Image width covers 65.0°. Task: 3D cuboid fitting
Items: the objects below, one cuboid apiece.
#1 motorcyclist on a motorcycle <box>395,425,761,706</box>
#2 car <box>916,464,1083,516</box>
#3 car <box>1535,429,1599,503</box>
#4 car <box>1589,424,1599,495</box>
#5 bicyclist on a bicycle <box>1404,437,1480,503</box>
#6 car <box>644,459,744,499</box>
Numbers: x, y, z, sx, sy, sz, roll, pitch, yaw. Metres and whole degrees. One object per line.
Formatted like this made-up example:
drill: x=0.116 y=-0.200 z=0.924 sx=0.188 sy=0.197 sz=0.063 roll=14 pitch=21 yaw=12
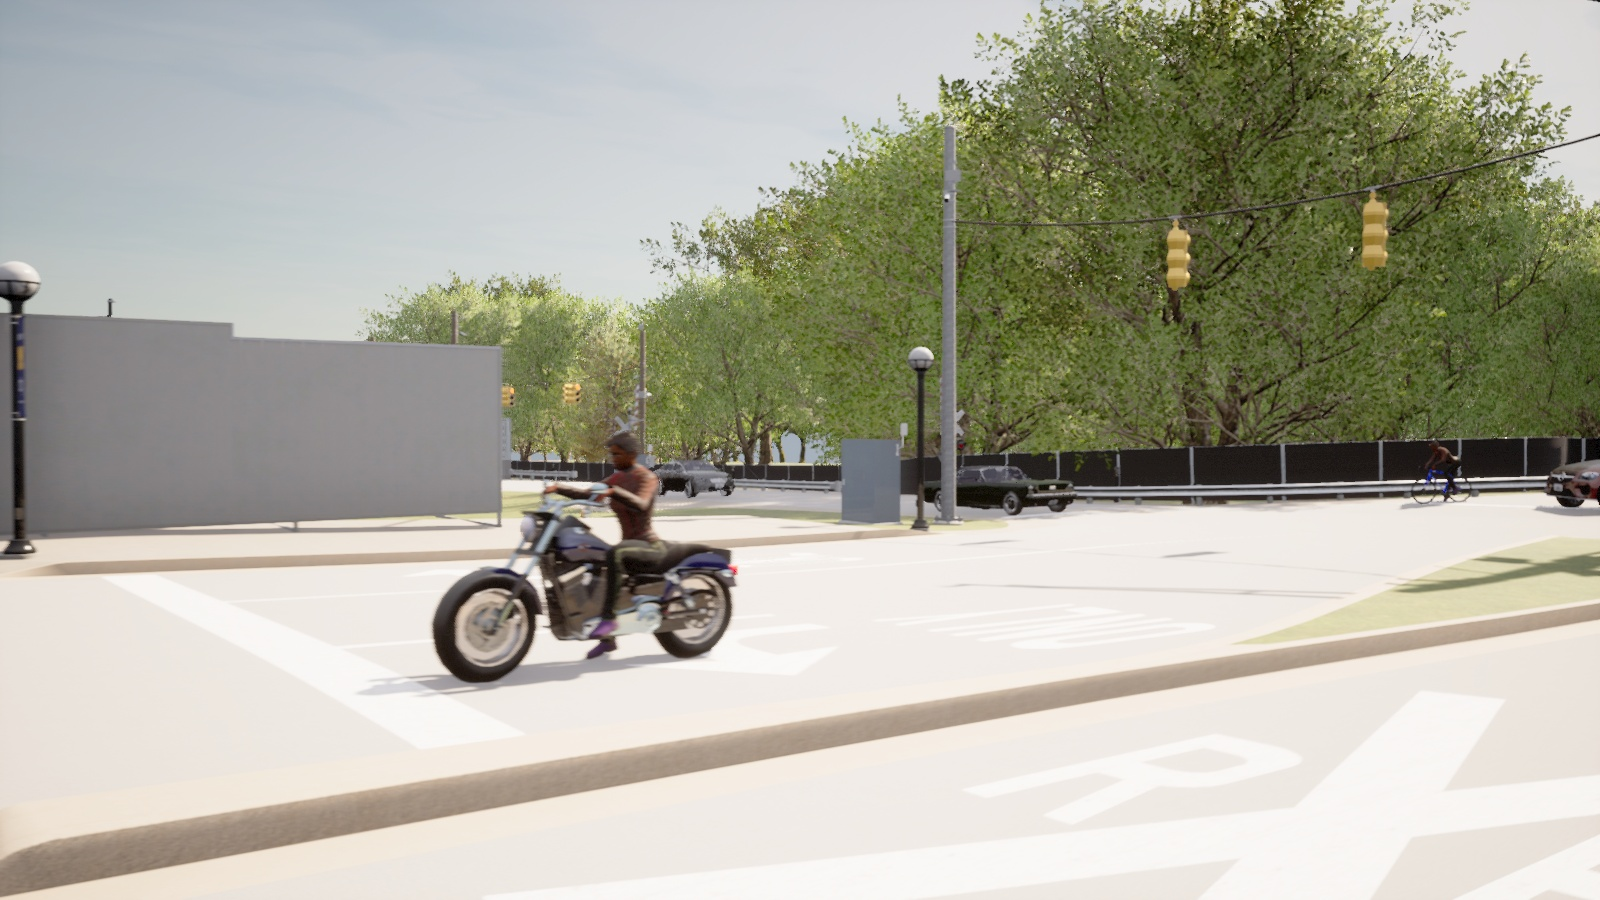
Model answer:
motorcyclist on a motorcycle: x=-1.420 y=0.689 z=8.445 sx=2.350 sy=1.649 sz=0.766 roll=1 pitch=0 yaw=-42
car: x=5.469 y=1.076 z=35.010 sx=1.895 sy=1.301 sz=4.718 roll=-2 pitch=0 yaw=-33
car: x=20.257 y=0.338 z=29.188 sx=5.027 sy=1.651 sz=2.152 roll=0 pitch=1 yaw=5
car: x=23.115 y=0.232 z=32.836 sx=3.866 sy=1.878 sz=1.905 roll=-1 pitch=1 yaw=18
bicyclist on a bicycle: x=16.717 y=0.520 z=32.695 sx=1.656 sy=1.620 sz=0.582 roll=-3 pitch=1 yaw=-4
car: x=-4.388 y=1.146 z=51.365 sx=2.128 sy=1.511 sz=4.902 roll=-2 pitch=0 yaw=-31
